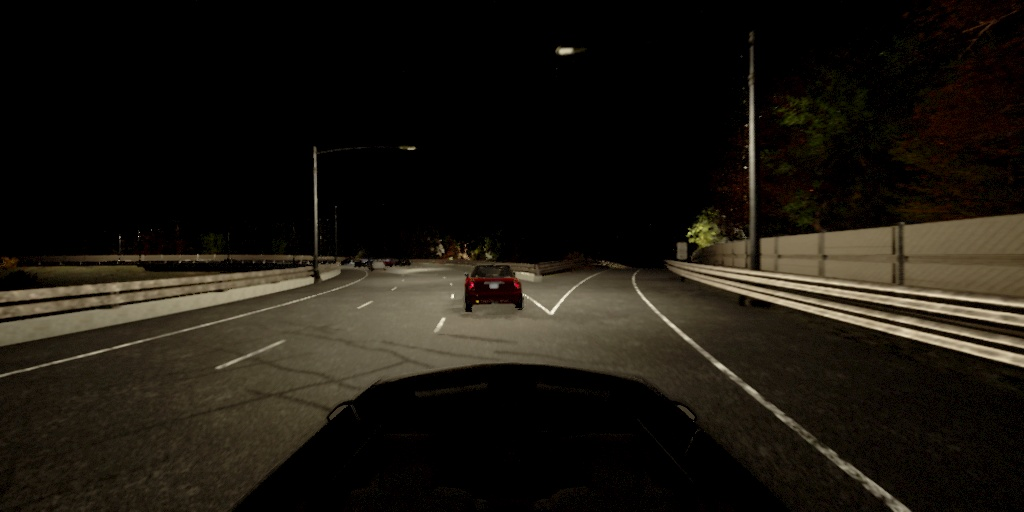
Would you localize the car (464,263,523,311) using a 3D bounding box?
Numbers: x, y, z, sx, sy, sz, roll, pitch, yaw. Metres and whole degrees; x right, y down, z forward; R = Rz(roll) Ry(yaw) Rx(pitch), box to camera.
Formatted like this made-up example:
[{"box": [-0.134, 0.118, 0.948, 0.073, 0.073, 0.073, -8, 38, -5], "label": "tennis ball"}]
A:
[{"box": [-0.849, 1.061, 14.534, 2.097, 1.767, 4.553, -1, 0, -7], "label": "car"}]

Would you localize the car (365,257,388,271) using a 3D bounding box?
[{"box": [-19.056, 1.282, 50.469, 1.812, 1.442, 4.674, -1, 0, -27], "label": "car"}]
